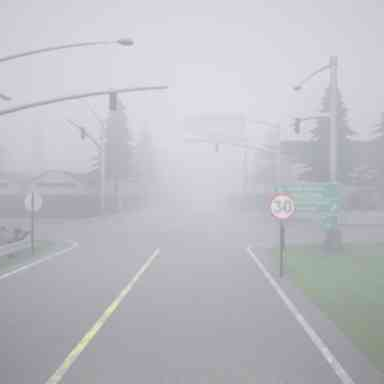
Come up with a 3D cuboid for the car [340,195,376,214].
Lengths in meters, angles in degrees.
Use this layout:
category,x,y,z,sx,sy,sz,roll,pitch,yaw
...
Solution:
category,x,y,z,sx,sy,sz,roll,pitch,yaw
car,15.604,1.553,32.824,3.866,1.878,1.905,0,0,2
